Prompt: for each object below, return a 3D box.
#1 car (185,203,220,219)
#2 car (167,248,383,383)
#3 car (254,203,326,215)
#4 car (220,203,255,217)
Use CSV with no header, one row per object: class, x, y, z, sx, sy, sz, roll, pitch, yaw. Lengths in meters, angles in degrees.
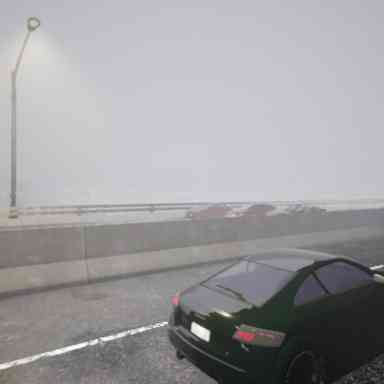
car,1.543,1.562,26.438,4.181,1.385,1.994,0,0,-35
car,1.732,1.564,4.964,4.181,1.385,1.994,0,0,-35
car,6.715,1.492,21.500,4.902,1.511,2.128,0,0,-34
car,4.614,1.524,24.303,4.674,1.442,1.812,0,0,-34
